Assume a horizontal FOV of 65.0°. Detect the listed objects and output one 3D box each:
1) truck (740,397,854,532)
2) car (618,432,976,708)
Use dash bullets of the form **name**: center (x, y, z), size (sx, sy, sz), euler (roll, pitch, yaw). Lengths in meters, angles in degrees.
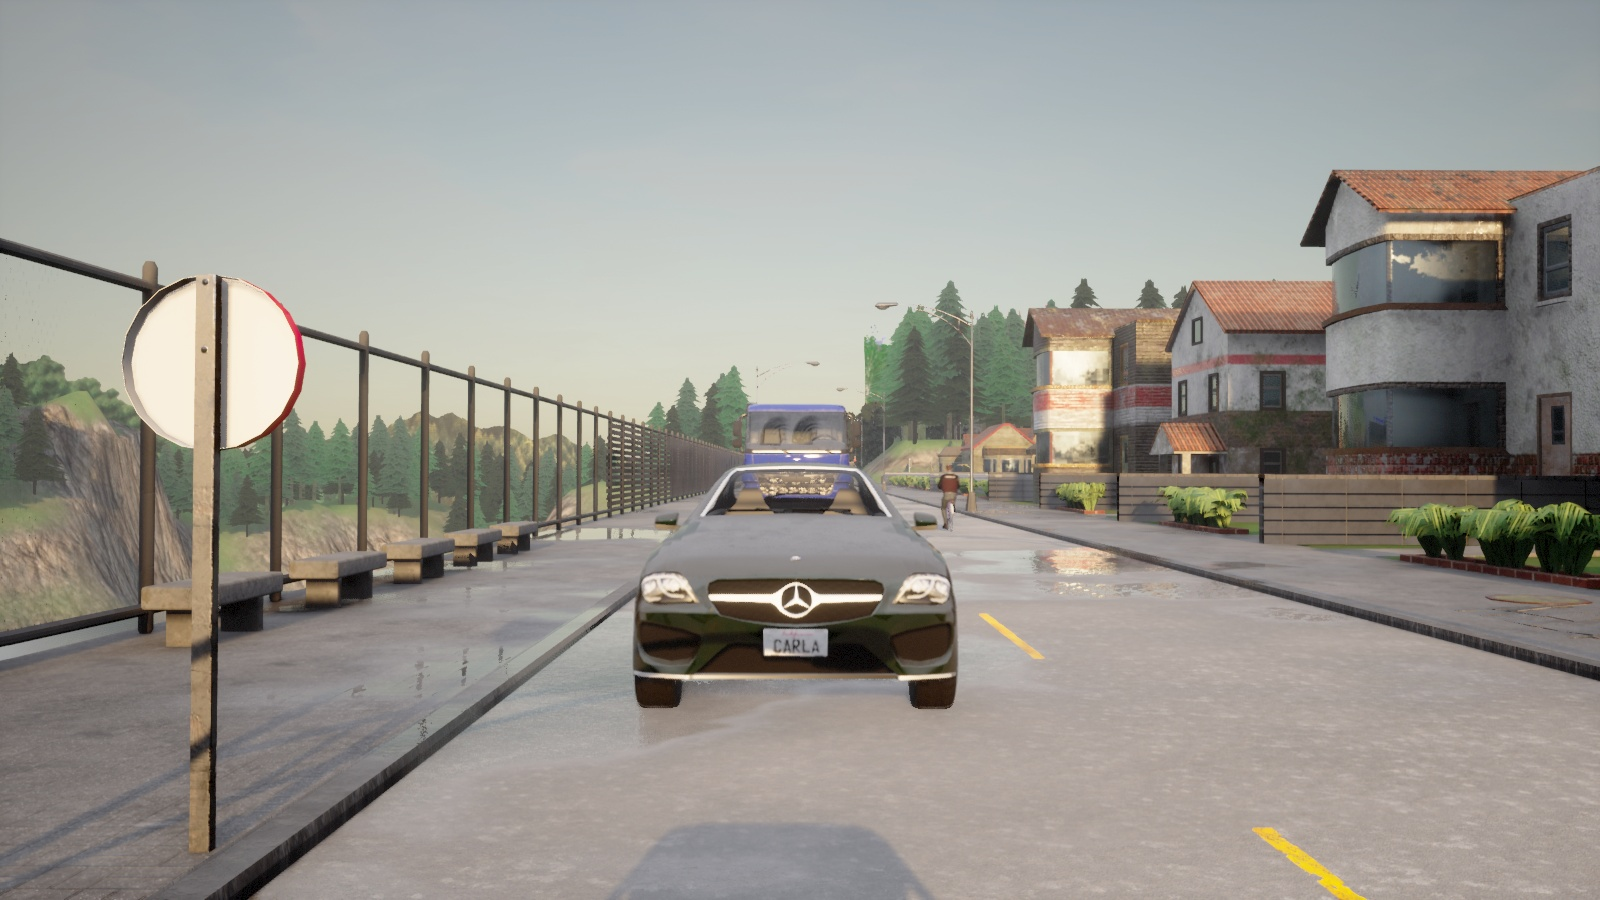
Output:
- **truck**: center (-0.093, 0.438, 36.114), size (2.891, 3.462, 7.936), euler (0, -1, 0)
- **car**: center (-0.026, 0.762, 10.075), size (2.152, 1.651, 5.027), euler (0, -1, 0)
